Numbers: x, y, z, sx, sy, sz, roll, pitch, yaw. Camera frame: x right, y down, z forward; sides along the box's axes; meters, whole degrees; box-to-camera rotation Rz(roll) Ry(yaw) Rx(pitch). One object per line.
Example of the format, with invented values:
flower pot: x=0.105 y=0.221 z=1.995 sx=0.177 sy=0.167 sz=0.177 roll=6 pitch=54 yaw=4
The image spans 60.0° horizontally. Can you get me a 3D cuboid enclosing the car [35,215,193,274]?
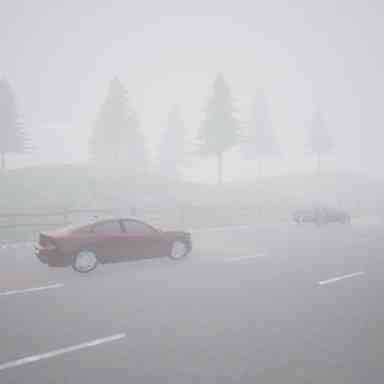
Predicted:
car: x=-2.282 y=1.497 z=10.718 sx=5.008 sy=1.535 sz=1.882 roll=0 pitch=0 yaw=-35

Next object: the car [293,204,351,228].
car: x=9.097 y=1.590 z=23.134 sx=4.902 sy=1.511 sz=2.128 roll=0 pitch=0 yaw=-35
